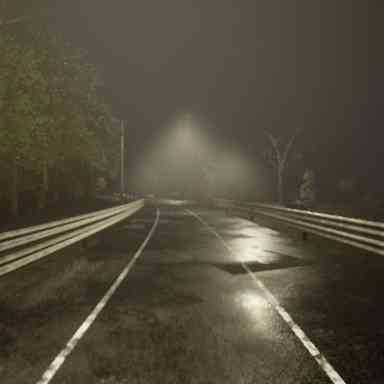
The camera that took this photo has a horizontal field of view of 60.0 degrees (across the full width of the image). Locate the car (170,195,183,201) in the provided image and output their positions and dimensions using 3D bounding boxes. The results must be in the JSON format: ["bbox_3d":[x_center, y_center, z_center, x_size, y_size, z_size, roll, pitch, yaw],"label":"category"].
[{"bbox_3d":[-3.896,1.505,84.292,2.033,1.411,5.357,0,0,-24],"label":"car"}]

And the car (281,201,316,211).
[{"bbox_3d":[13.877,1.803,43.750,1.895,1.301,4.718,0,0,-24],"label":"car"}]
